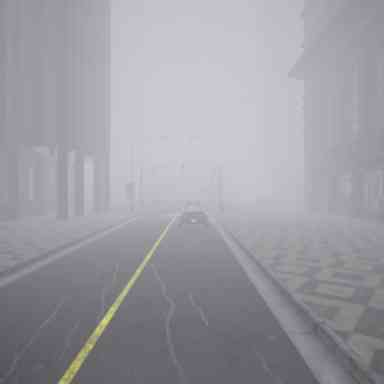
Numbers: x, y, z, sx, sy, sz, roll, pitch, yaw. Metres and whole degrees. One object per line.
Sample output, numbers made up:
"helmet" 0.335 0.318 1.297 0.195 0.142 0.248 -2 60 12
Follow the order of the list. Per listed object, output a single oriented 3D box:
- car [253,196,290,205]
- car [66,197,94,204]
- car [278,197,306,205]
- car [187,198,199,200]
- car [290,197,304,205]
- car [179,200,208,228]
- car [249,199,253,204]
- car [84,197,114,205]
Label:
"car" 12.310 1.482 51.549 4.403 1.369 2.008 0 -1 0
"car" -20.183 1.506 59.952 4.403 1.369 2.008 0 -1 0
"car" 17.978 1.622 60.094 4.403 1.369 2.008 0 -1 0
"car" 0.084 1.436 38.740 1.882 1.535 5.008 0 0 0
"car" 17.981 1.518 51.570 4.313 1.339 1.947 0 -1 0
"car" 0.091 1.500 22.006 1.812 1.442 4.674 0 0 0
"car" 12.309 1.491 60.075 4.097 1.590 1.967 0 -1 0
"car" -14.610 1.375 51.450 4.829 1.417 1.752 0 -1 0
